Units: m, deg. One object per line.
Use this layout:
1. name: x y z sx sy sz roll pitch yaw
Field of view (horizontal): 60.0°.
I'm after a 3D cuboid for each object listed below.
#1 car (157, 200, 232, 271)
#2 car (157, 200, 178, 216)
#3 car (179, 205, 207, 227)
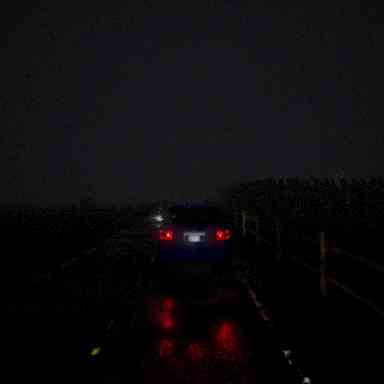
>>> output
1. car: 0.077 1.355 11.554 2.150 2.045 5.566 0 0 0
2. car: -2.859 1.798 39.213 2.097 1.767 4.553 0 -1 0
3. car: 0.076 1.852 26.822 2.033 1.411 5.357 0 -1 0
